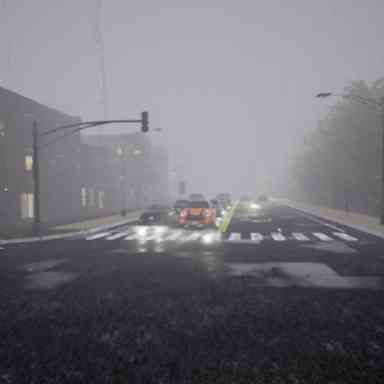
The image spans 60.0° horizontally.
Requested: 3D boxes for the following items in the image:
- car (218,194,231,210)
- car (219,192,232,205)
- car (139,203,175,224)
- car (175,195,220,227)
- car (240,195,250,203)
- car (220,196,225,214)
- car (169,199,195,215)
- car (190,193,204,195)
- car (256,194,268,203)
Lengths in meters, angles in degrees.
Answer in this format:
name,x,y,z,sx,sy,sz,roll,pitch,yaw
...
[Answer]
name,x,y,z,sx,sy,sz,roll,pitch,yaw
car,3.385,1.406,41.648,2.128,1.511,4.902,-1,0,9
car,5.018,1.101,52.024,2.150,2.045,5.566,-1,0,10
car,-2.486,1.596,24.731,1.994,1.385,4.181,-1,0,9
car,0.493,1.330,22.734,2.097,1.767,4.553,-1,0,9
car,10.198,1.303,64.242,1.812,1.442,4.674,-1,0,9
car,1.831,1.453,31.504,1.837,1.490,4.892,-1,0,9
car,-0.919,1.502,35.007,1.837,1.490,4.892,-1,0,9
car,0.676,1.184,45.403,2.150,2.045,5.566,-1,0,9
car,13.377,1.197,63.549,1.882,1.535,5.008,-1,0,9
